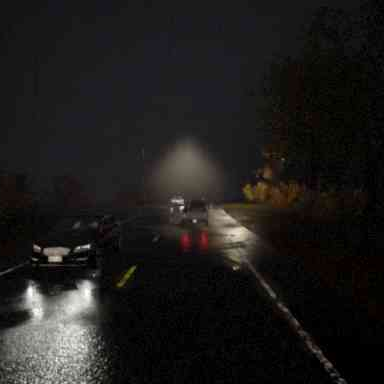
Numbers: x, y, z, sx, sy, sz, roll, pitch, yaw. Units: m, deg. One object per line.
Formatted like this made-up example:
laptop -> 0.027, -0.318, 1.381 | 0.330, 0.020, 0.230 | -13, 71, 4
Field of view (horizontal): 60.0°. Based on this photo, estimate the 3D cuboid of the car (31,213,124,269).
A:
car -> -3.570, 1.488, 11.159 | 2.128, 1.511, 4.902 | 0, 0, 0

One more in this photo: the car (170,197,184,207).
car -> -2.268, 1.499, 52.202 | 1.812, 1.442, 4.674 | 0, 0, 4

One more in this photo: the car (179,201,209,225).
car -> 0.211, 1.592, 23.711 | 1.895, 1.301, 4.718 | 0, 0, 1

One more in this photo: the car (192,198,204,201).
car -> 0.798, 1.473, 41.864 | 2.128, 1.511, 4.902 | 0, 0, 3
